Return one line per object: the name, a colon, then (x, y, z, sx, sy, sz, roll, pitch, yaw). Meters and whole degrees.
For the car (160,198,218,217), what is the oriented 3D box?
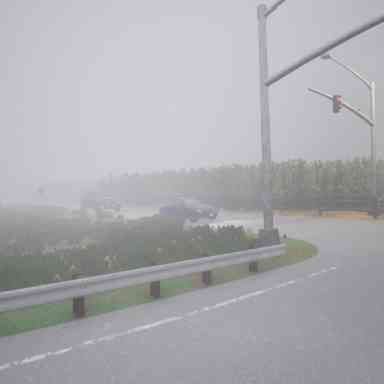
car: (-0.364, 1.113, 21.920, 1.812, 1.442, 4.674, -3, 2, -41)

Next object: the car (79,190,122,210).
car: (-8.874, 0.860, 31.832, 2.150, 2.045, 5.566, -3, 2, -41)
